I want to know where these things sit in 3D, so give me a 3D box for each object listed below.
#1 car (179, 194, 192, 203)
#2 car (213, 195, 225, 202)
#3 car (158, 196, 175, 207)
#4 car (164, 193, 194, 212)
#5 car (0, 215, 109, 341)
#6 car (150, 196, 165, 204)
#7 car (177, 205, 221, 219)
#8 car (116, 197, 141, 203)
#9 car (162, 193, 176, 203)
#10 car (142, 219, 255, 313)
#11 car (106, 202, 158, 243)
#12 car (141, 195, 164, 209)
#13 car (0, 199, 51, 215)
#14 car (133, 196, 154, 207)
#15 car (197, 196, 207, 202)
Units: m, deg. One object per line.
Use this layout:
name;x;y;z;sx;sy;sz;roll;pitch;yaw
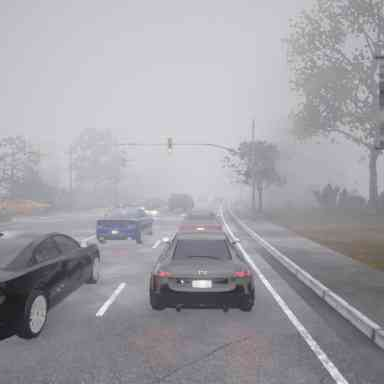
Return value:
car;-1.465;1.355;73.058;2.097;1.767;4.553;0;0;8
car;5.802;1.472;74.258;1.882;1.535;5.008;0;0;9
car;-4.034;1.505;53.771;1.837;1.490;4.892;0;0;7
car;-1.268;1.222;39.664;2.150;2.045;5.566;1;0;11
car;-3.304;1.478;6.615;1.882;1.535;5.008;0;0;1
car;-6.486;1.564;62.559;1.994;1.385;4.181;0;0;7
car;0.438;1.564;16.179;1.994;1.385;4.181;0;0;2
car;-8.578;1.491;43.436;2.128;1.511;4.902;0;0;5
car;-4.989;1.225;73.145;2.150;2.045;5.566;0;0;8
car;0.215;1.564;7.778;1.994;1.385;4.181;0;0;1
car;-3.070;1.478;16.014;1.882;1.535;5.008;0;0;2
car;-4.966;1.491;44.517;2.128;1.511;4.902;0;0;5
car;-16.594;1.477;33.039;5.008;1.535;1.882;0;0;5
car;-7.675;1.491;52.619;2.128;1.511;4.902;0;0;6
car;2.292;1.524;74.457;2.128;1.511;4.902;0;0;9
